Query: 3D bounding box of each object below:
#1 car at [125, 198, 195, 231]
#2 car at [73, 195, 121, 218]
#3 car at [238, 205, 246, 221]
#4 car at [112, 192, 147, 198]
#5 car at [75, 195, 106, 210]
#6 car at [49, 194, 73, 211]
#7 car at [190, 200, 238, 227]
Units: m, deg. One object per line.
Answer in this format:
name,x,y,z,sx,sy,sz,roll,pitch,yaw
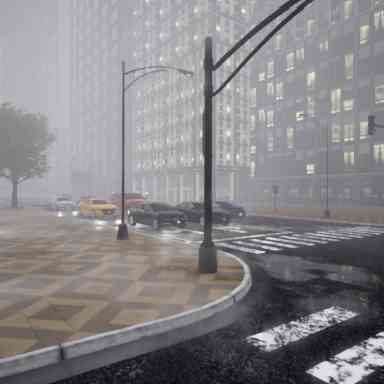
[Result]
car,-2.153,1.357,19.777,1.837,1.490,4.892,0,0,-37
car,-7.808,1.254,27.371,1.882,1.535,5.008,0,0,-37
car,2.059,1.393,25.320,1.812,1.442,4.674,0,0,-37
car,-5.514,1.008,29.726,2.150,2.045,5.566,0,0,-37
car,-11.679,1.177,38.024,1.882,1.535,5.008,0,0,-37
car,-13.932,1.216,35.605,1.812,1.442,4.674,0,0,-37
car,0.421,1.344,21.763,1.882,1.535,5.008,0,0,-37
